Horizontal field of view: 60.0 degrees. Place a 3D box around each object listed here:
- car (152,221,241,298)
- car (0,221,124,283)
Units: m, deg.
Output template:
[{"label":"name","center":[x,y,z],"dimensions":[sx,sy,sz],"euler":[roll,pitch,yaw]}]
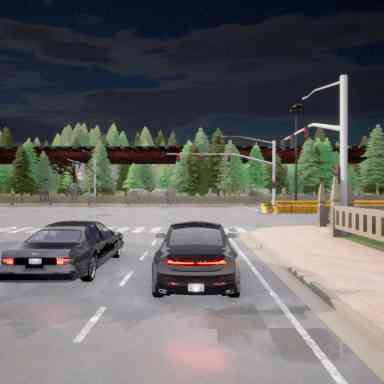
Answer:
[{"label":"car","center":[0.103,1.505,8.519],"dimensions":[1.837,1.490,4.892],"euler":[0,0,1]},{"label":"car","center":[-3.383,1.547,9.709],"dimensions":[2.033,1.411,5.357],"euler":[0,0,0]}]
